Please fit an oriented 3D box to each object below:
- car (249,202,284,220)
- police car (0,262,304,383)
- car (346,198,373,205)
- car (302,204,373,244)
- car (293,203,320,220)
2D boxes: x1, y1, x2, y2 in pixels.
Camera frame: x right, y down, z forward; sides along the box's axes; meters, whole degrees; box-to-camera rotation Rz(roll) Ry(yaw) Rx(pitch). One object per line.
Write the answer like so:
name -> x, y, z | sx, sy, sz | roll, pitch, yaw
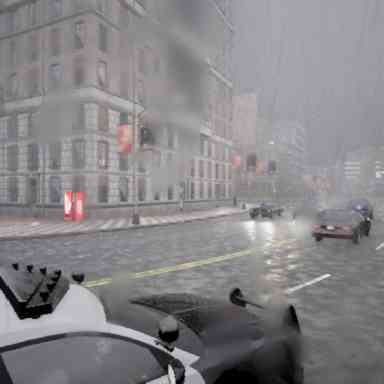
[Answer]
car -> 6.452, 1.583, 28.567 | 1.895, 1.301, 4.718 | 0, 0, 28
police car -> -1.112, 1.423, 2.525 | 5.238, 1.638, 1.930 | 0, 0, -37
car -> 14.741, 1.337, 29.313 | 2.097, 1.767, 4.553 | 0, 0, 28
car -> 7.251, 1.540, 15.942 | 2.033, 1.411, 5.357 | 0, 0, 35
car -> 9.452, 1.551, 26.765 | 1.994, 1.385, 4.181 | 0, 0, 28
